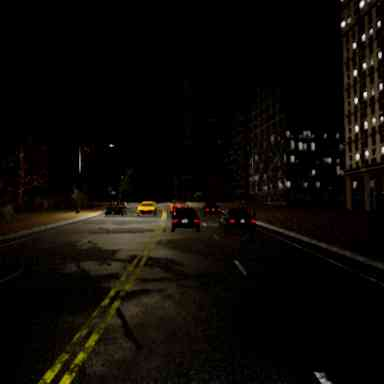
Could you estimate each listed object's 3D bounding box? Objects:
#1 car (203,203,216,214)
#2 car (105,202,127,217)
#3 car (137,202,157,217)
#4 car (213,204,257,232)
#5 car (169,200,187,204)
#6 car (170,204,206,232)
[{"bbox_3d":[1.973,1.871,36.012,2.033,1.411,5.357,0,-1,-4],"label":"car"},{"bbox_3d":[-7.916,1.793,34.965,1.837,1.490,4.892,0,0,-4],"label":"car"},{"bbox_3d":[-4.667,1.775,35.096,1.882,1.535,5.008,0,0,-4],"label":"car"},{"bbox_3d":[2.815,1.737,21.599,2.033,1.411,5.357,0,-1,-2],"label":"car"},{"bbox_3d":[-1.647,1.708,40.510,2.097,1.767,4.553,0,-1,-5],"label":"car"},{"bbox_3d":[-0.452,1.733,21.686,2.033,1.411,5.357,0,0,-3],"label":"car"}]
